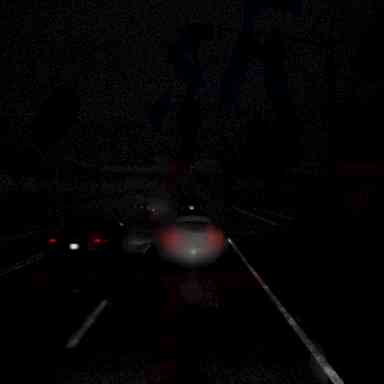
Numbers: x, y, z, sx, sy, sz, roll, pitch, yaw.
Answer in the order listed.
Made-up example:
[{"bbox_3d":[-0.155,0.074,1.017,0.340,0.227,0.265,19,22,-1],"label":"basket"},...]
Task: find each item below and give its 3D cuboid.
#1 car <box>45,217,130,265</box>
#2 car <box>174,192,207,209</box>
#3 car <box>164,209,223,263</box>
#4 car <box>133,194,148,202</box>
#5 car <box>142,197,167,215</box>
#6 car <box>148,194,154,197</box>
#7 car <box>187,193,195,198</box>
[{"bbox_3d":[-3.456,1.566,11.746,1.994,1.385,4.181,0,0,0],"label":"car"},{"bbox_3d":[-0.009,1.227,26.533,2.150,2.045,5.566,0,0,0],"label":"car"},{"bbox_3d":[0.043,1.529,11.806,1.812,1.442,4.674,0,-1,0],"label":"car"},{"bbox_3d":[-10.725,1.308,68.036,1.812,1.442,4.674,0,1,0],"label":"car"},{"bbox_3d":[-3.526,1.522,33.300,1.812,1.442,4.674,0,0,0],"label":"car"},{"bbox_3d":[-10.777,1.119,83.598,1.895,1.301,4.718,0,1,0],"label":"car"},{"bbox_3d":[-0.300,0.919,90.375,2.033,1.411,5.357,0,1,0],"label":"car"}]
